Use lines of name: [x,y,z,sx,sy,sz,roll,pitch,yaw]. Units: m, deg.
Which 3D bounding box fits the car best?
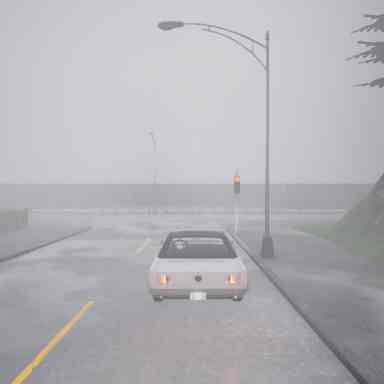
car: [0.118,1.601,8.256,1.895,1.301,4.718,0,0,0]
